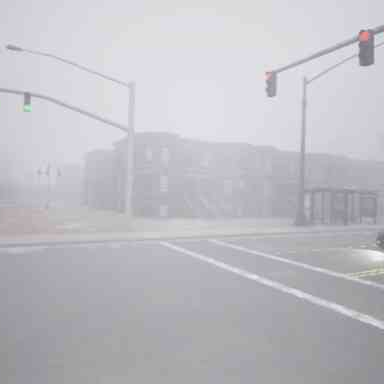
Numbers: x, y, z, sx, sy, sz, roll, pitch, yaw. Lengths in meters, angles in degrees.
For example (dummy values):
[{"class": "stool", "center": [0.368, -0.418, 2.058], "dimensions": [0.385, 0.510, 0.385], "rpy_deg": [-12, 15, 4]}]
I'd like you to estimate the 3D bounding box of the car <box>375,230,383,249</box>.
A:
[{"class": "car", "center": [10.150, 1.910, 14.744], "dimensions": [4.181, 1.385, 1.994], "rpy_deg": [2, 0, -29]}]
